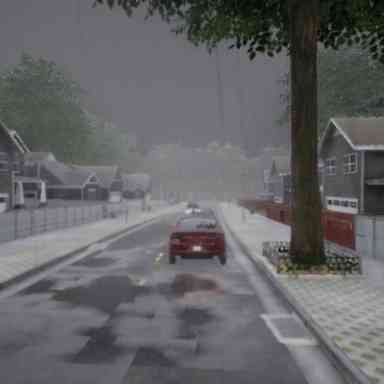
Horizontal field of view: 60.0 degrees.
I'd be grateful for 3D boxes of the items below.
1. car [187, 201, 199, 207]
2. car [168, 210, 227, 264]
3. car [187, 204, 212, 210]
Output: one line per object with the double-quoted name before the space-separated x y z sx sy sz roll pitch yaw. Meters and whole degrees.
"car" 0.171 2.268 56.670 1.895 1.301 4.718 0 -1 5
"car" 0.260 1.612 12.465 1.882 1.535 5.008 0 -2 3
"car" 0.864 1.901 26.635 1.895 1.301 4.718 0 -1 4
